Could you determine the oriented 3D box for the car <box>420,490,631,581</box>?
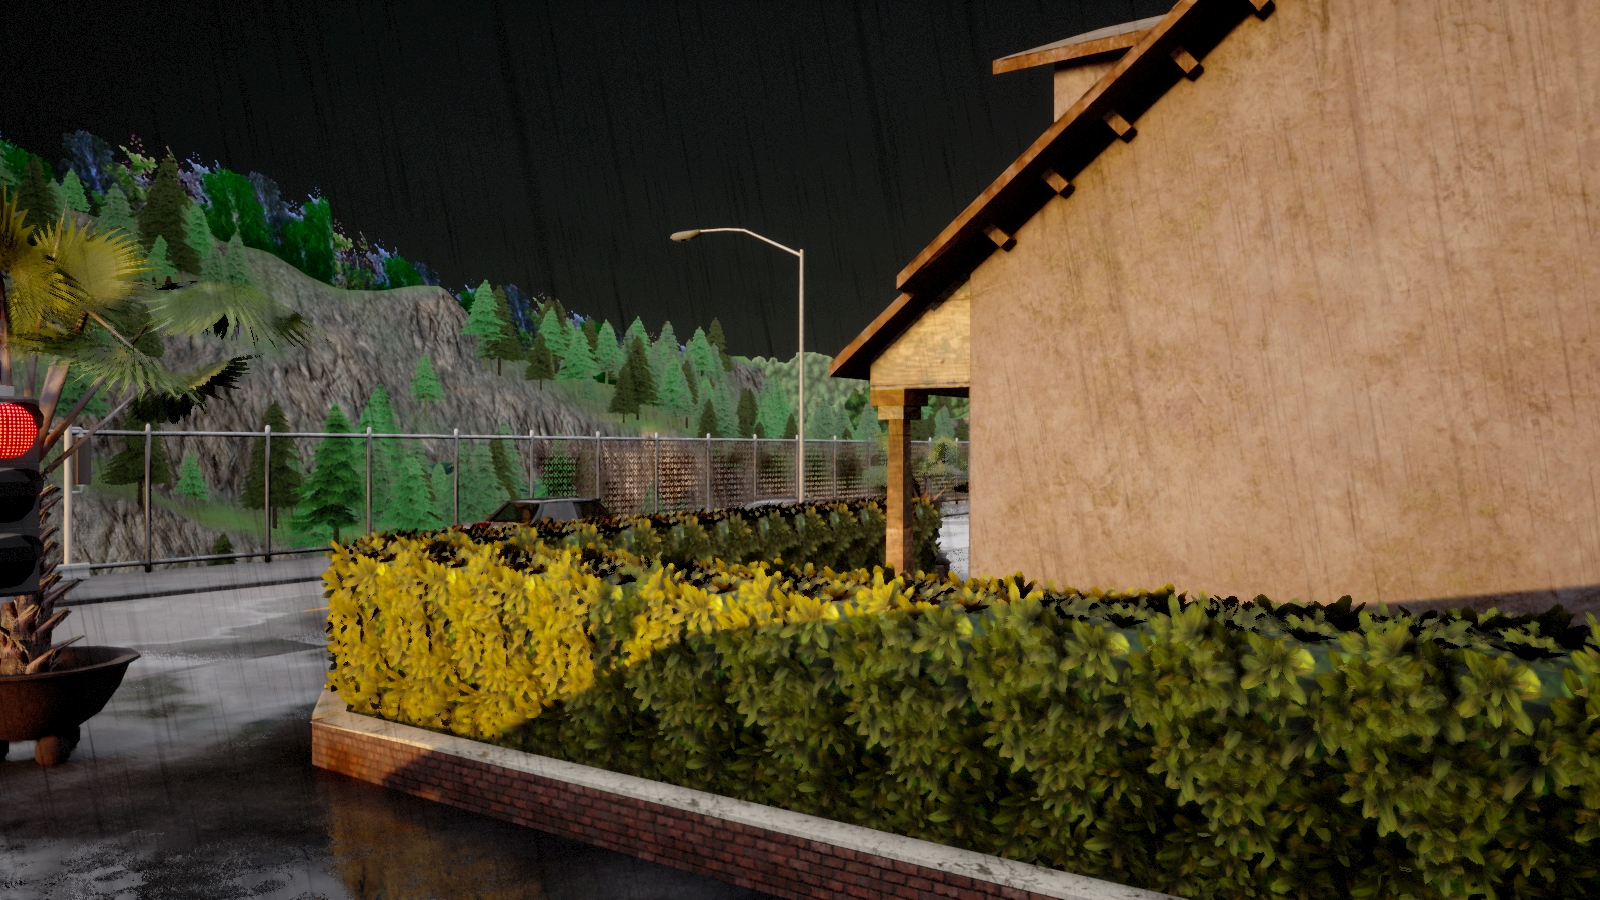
[{"bbox_3d":[-6.312,1.906,26.765,2.097,1.767,4.553,0,0,35],"label":"car"}]
